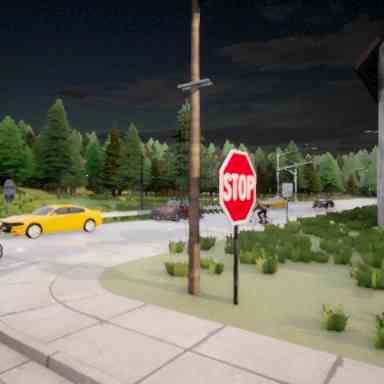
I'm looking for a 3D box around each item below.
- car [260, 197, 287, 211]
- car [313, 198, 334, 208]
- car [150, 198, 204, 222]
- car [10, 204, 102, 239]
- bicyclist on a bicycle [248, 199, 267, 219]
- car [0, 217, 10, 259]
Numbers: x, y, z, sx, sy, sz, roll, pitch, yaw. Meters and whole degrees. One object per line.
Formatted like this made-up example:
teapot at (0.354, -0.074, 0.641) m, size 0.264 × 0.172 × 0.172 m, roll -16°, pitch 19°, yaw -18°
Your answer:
car at (9.825, 1.395, 39.933) m, size 1.882 × 1.535 × 5.008 m, roll 0°, pitch 0°, yaw 37°
car at (17.453, 1.465, 44.058) m, size 1.812 × 1.442 × 4.674 m, roll 0°, pitch 0°, yaw 37°
car at (-1.067, 1.267, 25.268) m, size 2.097 × 1.767 × 4.553 m, roll 0°, pitch 0°, yaw 36°
car at (-7.045, 1.392, 17.195) m, size 1.882 × 1.535 × 5.008 m, roll 0°, pitch 0°, yaw 37°
bicyclist on a bicycle at (3.840, 1.257, 19.320) m, size 1.656 × 1.620 × 0.582 m, roll 0°, pitch 0°, yaw 37°
car at (-6.799, 1.506, 8.903) m, size 1.994 × 1.385 × 4.181 m, roll 0°, pitch 0°, yaw -10°
